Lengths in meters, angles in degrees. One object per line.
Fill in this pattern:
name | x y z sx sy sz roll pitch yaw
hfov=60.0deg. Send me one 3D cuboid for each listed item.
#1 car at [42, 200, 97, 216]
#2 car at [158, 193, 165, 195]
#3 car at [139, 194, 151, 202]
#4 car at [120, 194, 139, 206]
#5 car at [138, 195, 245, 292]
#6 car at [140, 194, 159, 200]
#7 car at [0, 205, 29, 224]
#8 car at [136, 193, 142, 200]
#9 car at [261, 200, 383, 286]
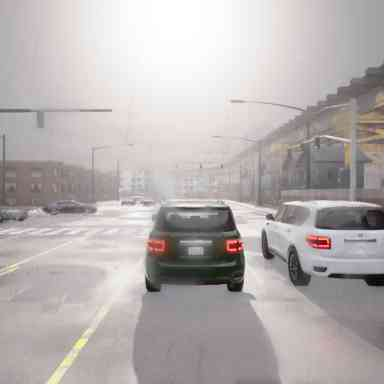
car | -11.717 1.503 32.024 4.902 1.511 2.128 0 0 -21
car | -7.320 1.310 77.997 2.150 2.045 5.566 0 0 0
car | -10.815 1.429 76.621 2.097 1.767 4.553 0 0 0
car | -10.809 1.573 56.869 1.812 1.442 4.674 0 0 0
car | 0.030 1.236 9.116 2.150 2.045 5.566 0 0 -1
car | -7.317 1.606 58.103 2.033 1.411 5.357 0 0 0
car | -14.553 1.596 25.039 4.718 1.301 1.895 0 0 25
car | -10.792 1.282 66.536 2.150 2.045 5.566 0 0 0
car | 3.526 1.246 9.614 2.150 2.045 5.566 0 0 0
